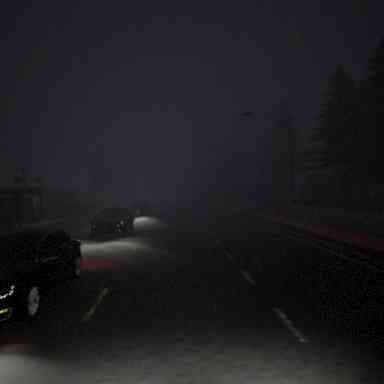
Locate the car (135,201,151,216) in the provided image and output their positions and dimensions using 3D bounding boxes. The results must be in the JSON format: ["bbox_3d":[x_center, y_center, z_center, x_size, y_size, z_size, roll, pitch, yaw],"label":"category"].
[{"bbox_3d":[-5.375,1.681,34.967,2.128,1.511,4.902,-2,0,-3],"label":"car"}]

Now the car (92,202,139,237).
[{"bbox_3d":[-4.569,1.643,19.633,1.882,1.535,5.008,-2,0,-3],"label":"car"}]

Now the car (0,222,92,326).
[{"bbox_3d":[-3.891,1.649,7.525,1.837,1.490,4.892,-2,0,-3],"label":"car"}]
